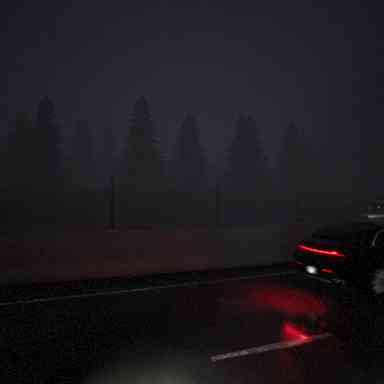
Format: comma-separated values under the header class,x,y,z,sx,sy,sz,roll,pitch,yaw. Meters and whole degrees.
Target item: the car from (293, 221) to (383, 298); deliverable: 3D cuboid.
class,x,y,z,sx,sy,sz,roll,pitch,yaw
car,4.842,1.502,8.395,4.892,1.490,1.837,1,0,-25
